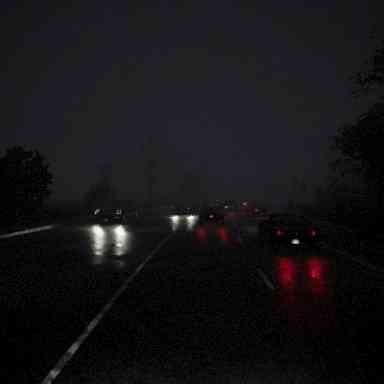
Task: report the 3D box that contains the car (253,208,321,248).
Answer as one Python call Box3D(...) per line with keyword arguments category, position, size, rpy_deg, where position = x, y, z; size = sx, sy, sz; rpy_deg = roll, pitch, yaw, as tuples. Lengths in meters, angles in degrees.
Box3D(category="car", position=(4.135, 1.620, 14.989), size=(1.895, 1.301, 4.718), rpy_deg=(0, 0, 4))

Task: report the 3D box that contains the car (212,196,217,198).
Box3D(category="car", position=(4.887, 1.558, 65.320), size=(1.837, 1.490, 4.892), rpy_deg=(0, 0, 22))

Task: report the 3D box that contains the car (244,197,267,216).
Box3D(category="car", position=(6.341, 1.520, 32.766), size=(1.882, 1.535, 5.008), rpy_deg=(0, 0, 10))

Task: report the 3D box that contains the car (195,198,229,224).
Box3D(category="car", position=(1.624, 1.503, 25.031), size=(1.882, 1.535, 5.008), rpy_deg=(0, 0, 7))

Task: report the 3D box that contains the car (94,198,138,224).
Box3D(category="car", position=(-5.621, 1.366, 25.024), size=(2.097, 1.767, 4.553), rpy_deg=(0, 0, 7))

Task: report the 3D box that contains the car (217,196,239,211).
Box3D(category="car", position=(4.838, 1.538, 42.259), size=(2.128, 1.511, 4.902), rpy_deg=(0, 0, 13))

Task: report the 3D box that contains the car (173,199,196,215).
Box3D(category="car", position=(-0.569, 1.507, 34.913), size=(1.882, 1.535, 5.008), rpy_deg=(0, 0, 11))

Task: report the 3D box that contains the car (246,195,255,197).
Box3D(category="car", position=(13.134, 1.443, 74.921), size=(1.837, 1.490, 4.892), rpy_deg=(0, 0, 26))
